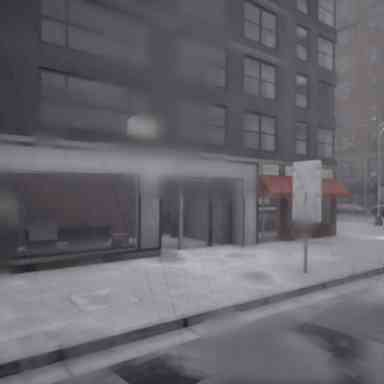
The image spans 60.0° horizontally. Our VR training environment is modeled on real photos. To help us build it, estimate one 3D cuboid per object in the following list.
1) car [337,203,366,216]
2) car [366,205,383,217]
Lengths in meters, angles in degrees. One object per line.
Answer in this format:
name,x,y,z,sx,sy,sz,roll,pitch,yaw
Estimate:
car,17.095,1.920,36.851,1.802,1.307,4.206,1,0,-35
car,20.276,1.657,32.336,2.192,1.841,5.009,1,0,-35
